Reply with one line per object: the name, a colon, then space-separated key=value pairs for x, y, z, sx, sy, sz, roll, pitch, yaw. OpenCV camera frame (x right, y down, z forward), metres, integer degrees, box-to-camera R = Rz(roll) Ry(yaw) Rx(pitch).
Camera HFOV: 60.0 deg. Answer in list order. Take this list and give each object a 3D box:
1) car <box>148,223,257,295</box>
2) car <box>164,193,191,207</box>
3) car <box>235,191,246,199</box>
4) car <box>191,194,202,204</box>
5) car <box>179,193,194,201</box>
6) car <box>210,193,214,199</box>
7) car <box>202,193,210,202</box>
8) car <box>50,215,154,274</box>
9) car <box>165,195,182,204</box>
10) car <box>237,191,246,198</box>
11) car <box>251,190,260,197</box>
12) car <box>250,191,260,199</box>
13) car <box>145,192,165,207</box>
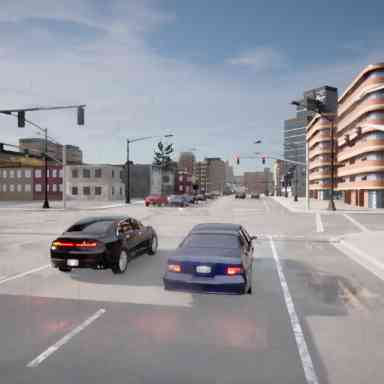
car: x=0.705 y=1.547 z=8.902 sx=2.033 sy=1.411 sz=5.357 roll=0 pitch=0 yaw=11
car: x=-1.961 y=1.222 z=47.430 sx=2.097 sy=1.767 sz=4.553 roll=0 pitch=1 yaw=11
car: x=11.072 y=0.901 z=77.014 sx=1.994 sy=1.385 sz=4.181 roll=0 pitch=1 yaw=11
car: x=-0.204 y=1.235 z=56.341 sx=2.128 sy=1.511 sz=4.902 roll=0 pitch=1 yaw=11
car: x=-1.152 y=1.072 z=69.237 sx=2.033 sy=1.411 sz=5.357 roll=0 pitch=1 yaw=11
car: x=3.786 y=0.861 z=76.232 sx=1.882 sy=1.535 sz=5.008 roll=0 pitch=1 yaw=11
car: x=1.747 y=1.119 z=65.991 sx=2.033 sy=1.411 sz=5.357 roll=0 pitch=1 yaw=12
car: x=-2.513 y=1.505 z=10.645 sx=1.837 sy=1.490 sz=4.892 roll=0 pitch=0 yaw=11
car: x=-3.270 y=1.238 z=58.863 sx=1.812 sy=1.442 sz=4.674 roll=0 pitch=1 yaw=12
car: x=12.964 y=0.552 z=86.667 sx=2.097 sy=1.767 sz=4.553 roll=0 pitch=1 yaw=11
car: x=16.320 y=0.464 z=85.594 sx=2.097 sy=1.767 sz=4.553 roll=0 pitch=1 yaw=11
car: x=14.320 y=0.880 z=75.389 sx=2.128 sy=1.511 sz=4.902 roll=0 pitch=1 yaw=11
car: x=-5.169 y=1.080 z=49.305 sx=2.150 sy=2.045 sz=5.566 roll=0 pitch=1 yaw=11
